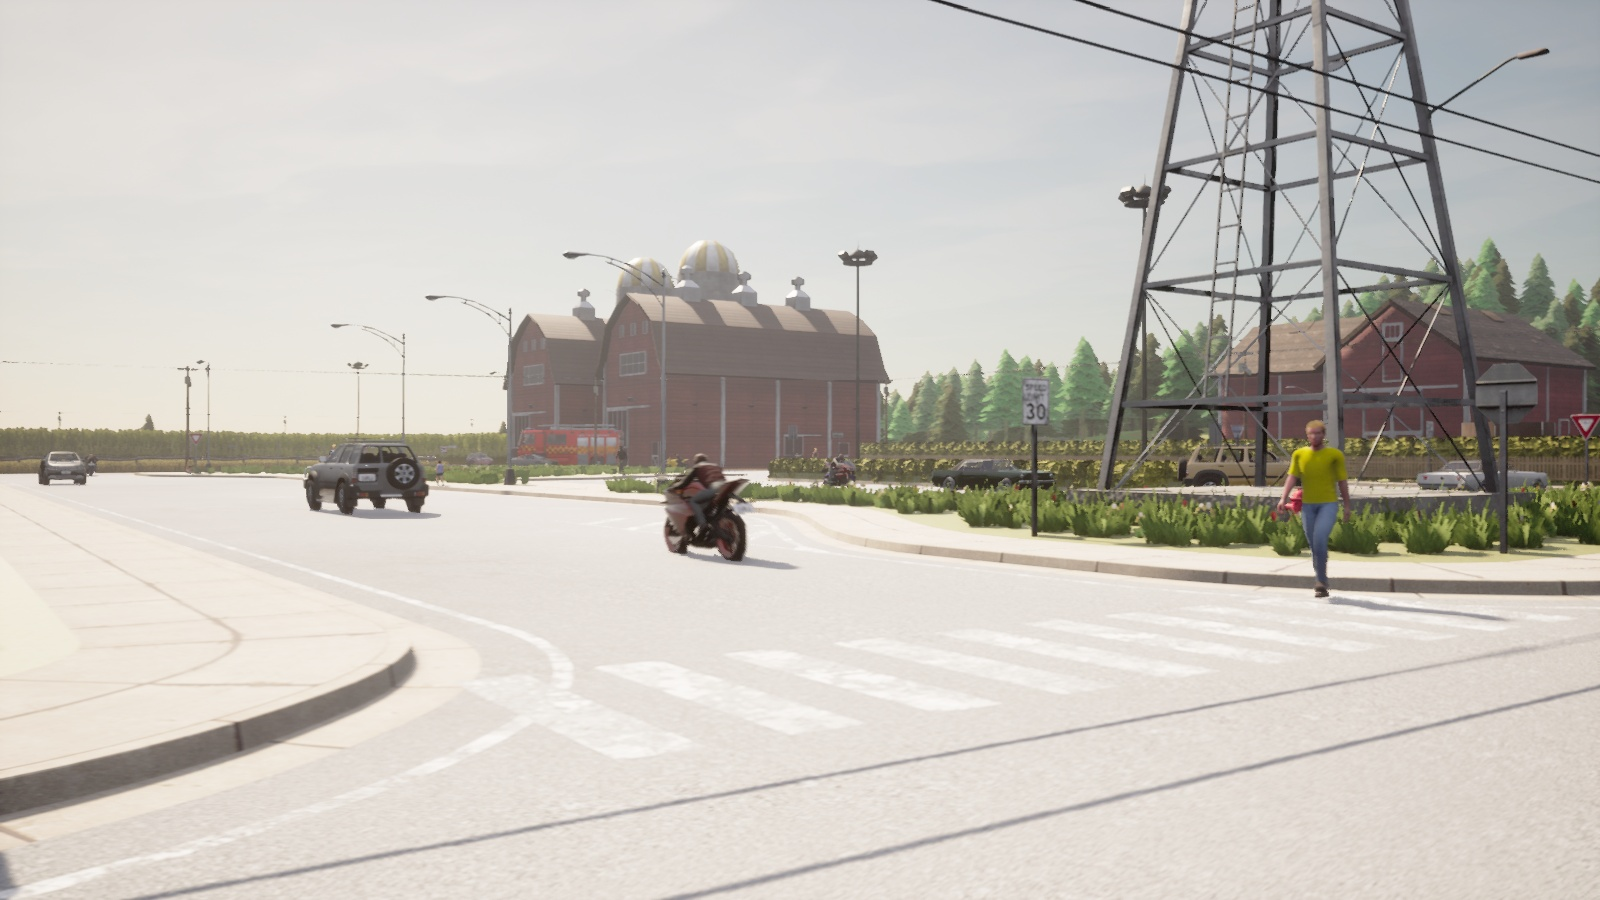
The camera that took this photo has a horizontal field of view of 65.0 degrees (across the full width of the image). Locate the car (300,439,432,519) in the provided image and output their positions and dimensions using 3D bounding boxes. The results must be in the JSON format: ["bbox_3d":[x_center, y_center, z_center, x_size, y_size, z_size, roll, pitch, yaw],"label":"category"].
[{"bbox_3d":[-11.008,0.679,31.631,1.932,1.855,4.605,0,0,-35],"label":"car"}]

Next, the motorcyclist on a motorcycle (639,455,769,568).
[{"bbox_3d":[-1.419,0.833,18.061,0.866,1.530,2.191,0,0,-35],"label":"motorcyclist on a motorcycle"}]

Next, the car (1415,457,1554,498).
[{"bbox_3d":[23.238,0.892,42.605,4.718,1.301,1.895,0,0,-29],"label":"car"}]

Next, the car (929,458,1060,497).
[{"bbox_3d":[6.913,0.946,45.034,1.895,1.301,4.718,0,0,-35],"label":"car"}]

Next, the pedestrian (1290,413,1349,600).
[{"bbox_3d":[5.254,0.551,12.700,0.354,1.836,0.706,0,0,40],"label":"pedestrian"}]

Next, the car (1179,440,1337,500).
[{"bbox_3d":[14.497,0.627,40.025,4.605,1.855,1.932,0,0,16],"label":"car"}]

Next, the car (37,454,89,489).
[{"bbox_3d":[-34.056,0.980,57.989,1.789,1.549,3.705,0,0,-35],"label":"car"}]

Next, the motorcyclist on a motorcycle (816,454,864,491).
[{"bbox_3d":[1.676,0.916,52.466,0.866,1.530,2.191,0,0,-35],"label":"motorcyclist on a motorcycle"}]

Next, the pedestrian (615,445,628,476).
[{"bbox_3d":[-10.542,0.631,74.151,0.431,1.840,0.703,0,0,26],"label":"pedestrian"}]
